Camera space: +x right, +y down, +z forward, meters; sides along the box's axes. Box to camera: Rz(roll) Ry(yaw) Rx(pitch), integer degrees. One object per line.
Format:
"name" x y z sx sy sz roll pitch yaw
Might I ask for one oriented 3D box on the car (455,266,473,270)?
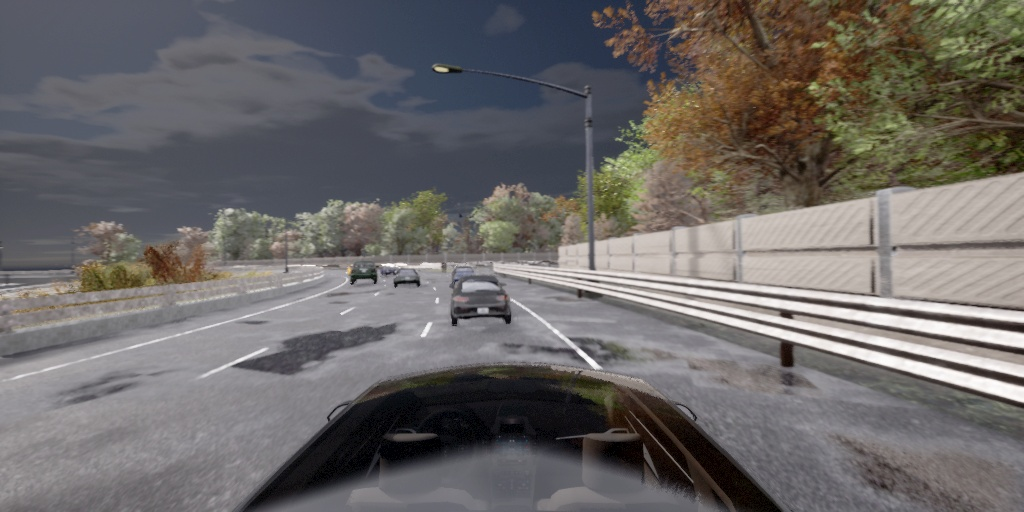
"car" -3.965 1.559 29.385 2.033 1.411 5.357 -1 0 -11

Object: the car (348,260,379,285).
"car" -13.403 1.448 32.659 2.150 2.045 5.566 -1 -1 -20

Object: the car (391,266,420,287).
"car" -8.488 1.668 28.986 1.994 1.385 4.181 -1 0 -17

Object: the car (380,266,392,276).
"car" -16.227 1.986 47.472 1.895 1.301 4.718 -1 0 -28

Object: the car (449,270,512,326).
"car" -1.126 1.367 12.181 1.812 1.442 4.674 -1 0 -8
